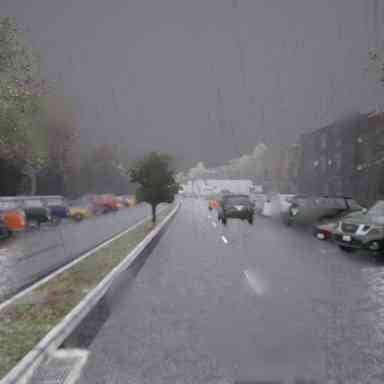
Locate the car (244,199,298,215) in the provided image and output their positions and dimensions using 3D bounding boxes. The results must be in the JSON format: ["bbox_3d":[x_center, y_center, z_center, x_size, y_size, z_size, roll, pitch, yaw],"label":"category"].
[{"bbox_3d":[7.821,1.493,33.118,4.792,1.488,2.163,1,0,-20],"label":"car"}]

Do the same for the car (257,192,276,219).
[{"bbox_3d":[7.818,1.220,24.093,5.566,2.045,2.435,1,0,-20],"label":"car"}]

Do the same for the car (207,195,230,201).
[{"bbox_3d":[6.254,1.414,78.358,4.892,1.521,2.231,1,0,-25],"label":"car"}]

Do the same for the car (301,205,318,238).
[{"bbox_3d":[7.756,1.507,15.051,4.792,1.488,2.163,1,0,-20],"label":"car"}]

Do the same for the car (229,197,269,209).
[{"bbox_3d":[7.712,1.452,45.162,4.892,1.521,2.231,1,0,-21],"label":"car"}]

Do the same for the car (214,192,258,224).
[{"bbox_3d":[3.126,1.206,24.690,2.150,2.045,5.566,0,0,0],"label":"car"}]

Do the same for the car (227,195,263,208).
[{"bbox_3d":[7.654,1.321,48.182,4.553,1.767,2.185,1,0,-21],"label":"car"}]

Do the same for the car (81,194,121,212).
[{"bbox_3d":[-10.435,1.219,33.837,5.566,2.045,2.435,-1,0,-20],"label":"car"}]

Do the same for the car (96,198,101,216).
[{"bbox_3d":[-10.429,1.503,27.886,4.792,1.488,2.163,-1,0,-20],"label":"car"}]

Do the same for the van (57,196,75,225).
[{"bbox_3d":[-10.298,1.250,21.990,4.442,1.987,1.878,-1,0,-20],"label":"van"}]

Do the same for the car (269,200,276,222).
[{"bbox_3d":[7.791,1.473,21.074,5.008,1.535,2.097,1,0,-20],"label":"car"}]

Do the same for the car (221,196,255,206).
[{"bbox_3d":[7.530,1.440,54.228,5.008,1.535,2.097,1,0,-22],"label":"car"}]

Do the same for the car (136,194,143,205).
[{"bbox_3d":[-10.673,1.490,51.633,4.792,1.488,2.163,-1,0,-21],"label":"car"}]

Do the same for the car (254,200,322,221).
[{"bbox_3d":[7.796,1.468,27.084,5.008,1.535,2.097,1,0,-20],"label":"car"}]

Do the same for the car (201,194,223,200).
[{"bbox_3d":[5.299,1.397,87.305,5.366,1.575,1.946,1,0,-26],"label":"car"}]

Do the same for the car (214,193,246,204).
[{"bbox_3d":[7.167,1.178,63.266,5.566,2.045,2.435,1,0,-23],"label":"car"}]

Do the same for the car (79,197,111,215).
[{"bbox_3d":[-10.378,1.501,30.889,4.792,1.488,2.163,-1,0,-20],"label":"car"}]

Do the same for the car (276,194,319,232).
[{"bbox_3d":[7.813,1.224,18.084,5.566,2.045,2.435,1,0,-20],"label":"car"}]

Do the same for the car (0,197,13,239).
[{"bbox_3d":[-10.432,1.232,13.004,5.566,2.045,2.435,-1,0,-20],"label":"car"}]

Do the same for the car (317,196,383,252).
[{"bbox_3d":[7.759,1.229,12.043,5.566,2.045,2.435,1,0,-20],"label":"car"}]

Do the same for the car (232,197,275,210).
[{"bbox_3d":[7.767,1.454,42.144,5.008,1.535,2.097,1,0,-21],"label":"car"}]

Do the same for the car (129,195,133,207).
[{"bbox_3d":[-10.439,1.338,42.769,4.553,1.767,2.185,-1,0,-21],"label":"car"}]

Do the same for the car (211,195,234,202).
[{"bbox_3d":[6.679,1.459,72.330,4.674,1.452,2.002,1,0,-24],"label":"car"}]

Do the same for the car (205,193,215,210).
[{"bbox_3d":[3.083,1.319,41.315,2.097,1.767,4.553,0,0,0],"label":"car"}]

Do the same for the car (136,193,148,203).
[{"bbox_3d":[-10.838,1.456,57.570,5.008,1.535,2.097,-1,0,-22],"label":"car"}]

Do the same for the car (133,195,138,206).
[{"bbox_3d":[-10.501,1.463,45.725,5.008,1.535,2.097,-1,0,-21],"label":"car"}]

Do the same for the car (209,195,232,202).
[{"bbox_3d":[6.465,1.455,75.347,4.674,1.452,2.002,1,0,-24],"label":"car"}]

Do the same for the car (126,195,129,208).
[{"bbox_3d":[-10.430,1.467,39.791,4.892,1.521,2.231,-1,0,-20],"label":"car"}]

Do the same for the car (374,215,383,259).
[{"bbox_3d":[7.750,1.512,9.039,4.792,1.488,2.163,1,0,-20],"label":"car"}]

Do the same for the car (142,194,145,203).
[{"bbox_3d":[-10.707,1.487,54.628,4.792,1.488,2.163,-1,0,-22],"label":"car"}]

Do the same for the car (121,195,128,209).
[{"bbox_3d":[-10.245,1.463,36.891,5.366,1.575,1.946,-1,0,-20],"label":"car"}]

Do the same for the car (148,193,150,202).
[{"bbox_3d":[-11.287,1.453,63.412,5.366,1.575,1.946,-1,0,-23],"label":"car"}]

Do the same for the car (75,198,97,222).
[{"bbox_3d":[-10.228,1.470,24.989,5.366,1.575,1.946,-1,0,-20],"label":"car"}]

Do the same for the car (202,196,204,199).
[{"bbox_3d":[5.776,1.280,84.390,4.553,1.767,2.185,1,0,-25],"label":"car"}]

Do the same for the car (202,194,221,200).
[{"bbox_3d":[5.356,1.434,90.365,4.792,1.488,2.163,1,0,-26],"label":"car"}]

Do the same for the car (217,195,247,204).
[{"bbox_3d":[7.328,1.433,60.262,5.008,1.535,2.097,1,0,-23],"label":"car"}]

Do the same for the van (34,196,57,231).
[{"bbox_3d":[-10.297,1.252,19.012,4.442,1.987,1.878,-1,0,-20],"label":"van"}]

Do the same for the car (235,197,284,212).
[{"bbox_3d":[7.950,1.457,39.201,5.366,1.575,1.946,1,0,-20],"label":"car"}]

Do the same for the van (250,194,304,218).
[{"bbox_3d":[7.690,1.238,30.048,4.442,1.987,1.878,1,0,-20],"label":"van"}]

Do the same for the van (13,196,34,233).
[{"bbox_3d":[-10.295,1.254,16.035,4.442,1.987,1.878,-1,0,-20],"label":"van"}]
